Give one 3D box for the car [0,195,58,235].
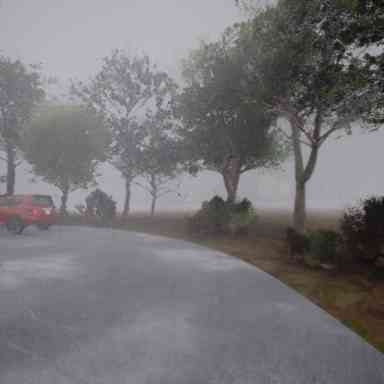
[{"bbox_3d":[-10.170,1.166,18.541,5.566,2.045,2.150,0,-1,20],"label":"car"}]
